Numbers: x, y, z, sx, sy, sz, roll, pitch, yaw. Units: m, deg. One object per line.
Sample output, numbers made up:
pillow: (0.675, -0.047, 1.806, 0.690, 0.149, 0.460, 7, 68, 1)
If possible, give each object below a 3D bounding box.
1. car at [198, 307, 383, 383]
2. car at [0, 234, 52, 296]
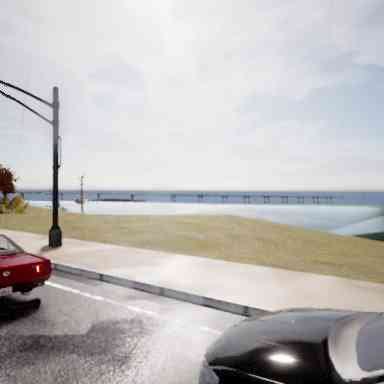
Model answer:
car: (2.258, 1.493, 2.062, 4.902, 1.511, 2.128, 0, 0, 36)
car: (-5.299, 1.575, 7.527, 4.718, 1.301, 1.895, 0, 0, 36)
